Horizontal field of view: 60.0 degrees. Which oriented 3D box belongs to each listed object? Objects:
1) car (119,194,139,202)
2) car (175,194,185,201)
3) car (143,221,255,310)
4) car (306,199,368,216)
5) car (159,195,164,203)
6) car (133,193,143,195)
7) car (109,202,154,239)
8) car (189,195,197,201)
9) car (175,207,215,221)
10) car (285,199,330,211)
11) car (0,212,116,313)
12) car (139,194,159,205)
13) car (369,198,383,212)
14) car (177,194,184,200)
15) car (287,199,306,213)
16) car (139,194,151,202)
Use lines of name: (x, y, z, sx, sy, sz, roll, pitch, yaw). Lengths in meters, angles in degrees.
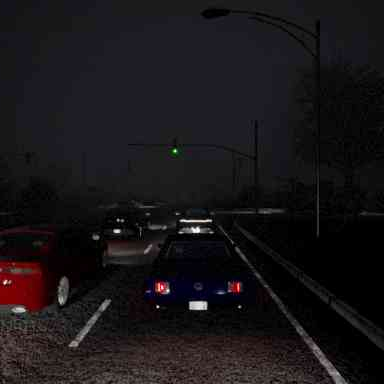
car: (-10.452, 1.547, 53.376, 2.033, 1.411, 5.357, 0, 0, 0)
car: (-3.275, 1.532, 84.626, 2.033, 1.411, 5.357, 0, 0, 0)
car: (0.120, 1.601, 7.745, 1.895, 1.301, 4.718, 0, 0, 0)
car: (14.017, 1.601, 32.366, 4.718, 1.301, 1.895, 0, 0, 3)
car: (-6.840, 1.352, 67.908, 2.097, 1.767, 4.553, 0, 0, 0)
car: (-10.382, 1.221, 63.375, 2.150, 2.045, 5.566, 0, 0, 1)
car: (-3.356, 1.505, 17.342, 1.837, 1.490, 4.892, 0, 0, 0)
car: (0.225, 1.500, 84.631, 1.837, 1.490, 4.892, 0, 0, 0)
car: (0.152, 1.492, 17.087, 2.128, 1.511, 4.902, 0, 0, -1)
car: (13.684, 1.526, 39.620, 4.674, 1.442, 1.812, 0, 0, 5)
car: (-3.381, 1.478, 7.775, 1.882, 1.535, 5.008, 0, 0, 0)
car: (-6.985, 1.547, 54.610, 2.033, 1.411, 5.357, 0, 0, -2)
car: (22.235, 1.470, 35.629, 5.008, 1.535, 1.882, 0, 0, 3)
car: (-3.207, 1.328, 95.035, 1.882, 1.535, 5.008, 0, 0, 1)
car: (12.815, 1.491, 36.166, 4.902, 1.511, 2.128, 0, 0, 3)
car: (-10.308, 1.355, 73.411, 2.097, 1.767, 4.553, 0, 0, 0)
